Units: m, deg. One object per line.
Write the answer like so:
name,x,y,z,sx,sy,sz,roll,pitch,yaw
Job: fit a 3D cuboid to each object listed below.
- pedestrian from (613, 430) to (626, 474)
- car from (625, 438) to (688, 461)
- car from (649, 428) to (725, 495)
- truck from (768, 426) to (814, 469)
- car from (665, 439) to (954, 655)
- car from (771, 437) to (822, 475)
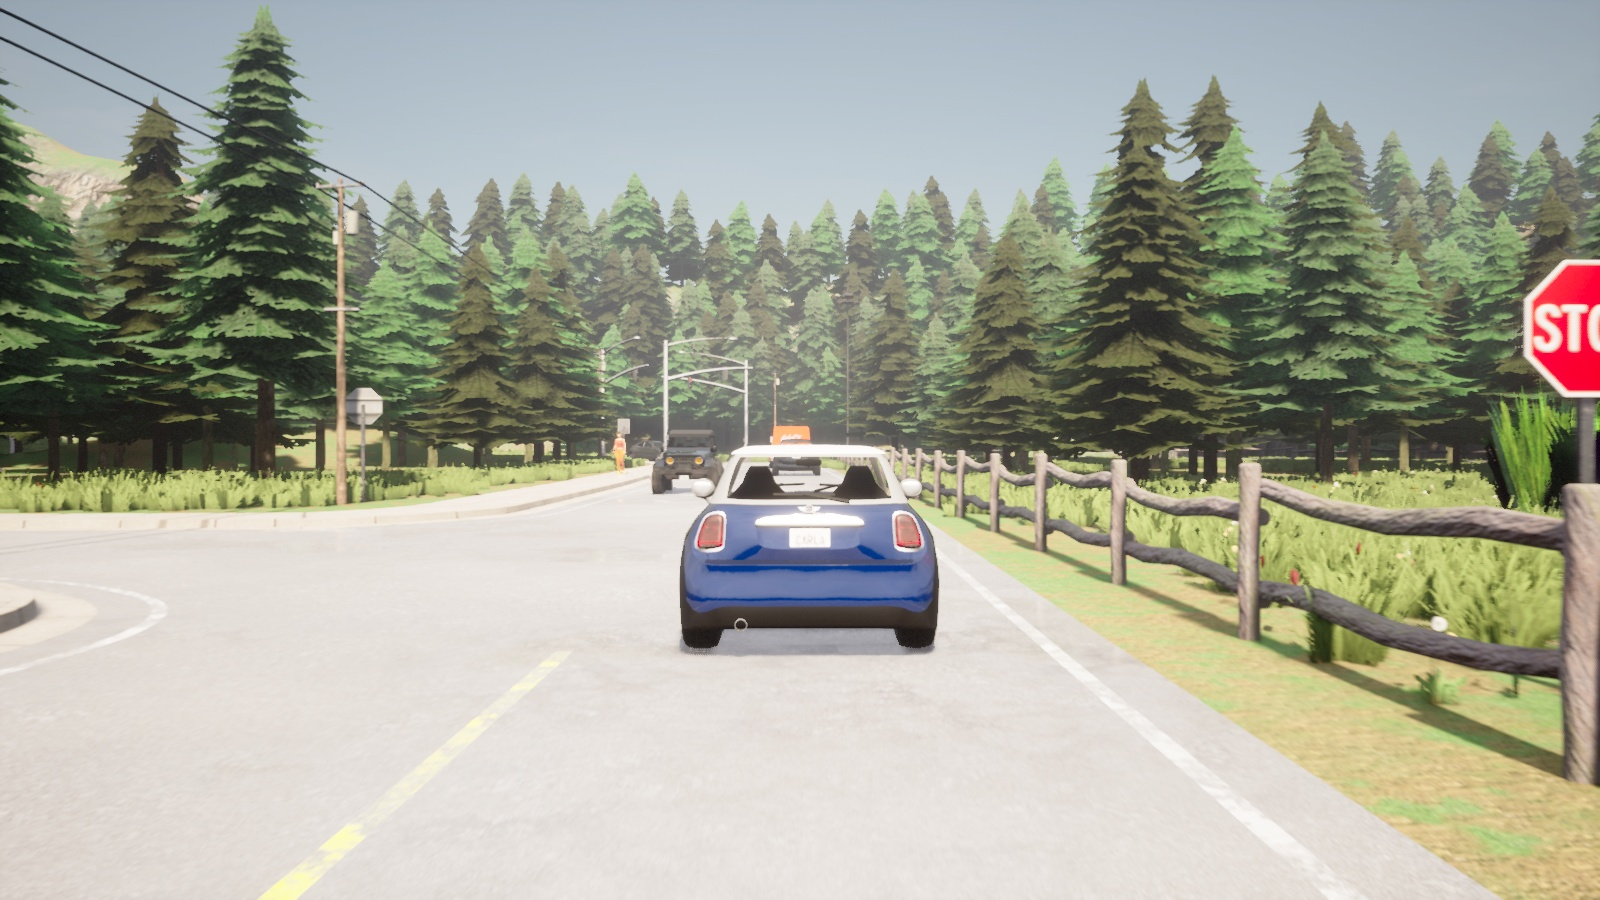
pedestrian,-7.708,0.085,53.614,0.345,1.836,0.594,0,0,15
car,-10.697,-0.042,93.280,2.152,1.651,5.027,0,0,-43
car,-3.282,0.314,37.112,1.905,1.878,3.866,0,0,0
truck,-0.561,-0.186,74.675,2.627,2.467,5.204,0,0,-2
car,0.054,0.649,10.462,1.970,1.475,3.806,0,0,0
car,-0.181,0.248,57.751,2.242,1.667,4.611,0,0,-1
